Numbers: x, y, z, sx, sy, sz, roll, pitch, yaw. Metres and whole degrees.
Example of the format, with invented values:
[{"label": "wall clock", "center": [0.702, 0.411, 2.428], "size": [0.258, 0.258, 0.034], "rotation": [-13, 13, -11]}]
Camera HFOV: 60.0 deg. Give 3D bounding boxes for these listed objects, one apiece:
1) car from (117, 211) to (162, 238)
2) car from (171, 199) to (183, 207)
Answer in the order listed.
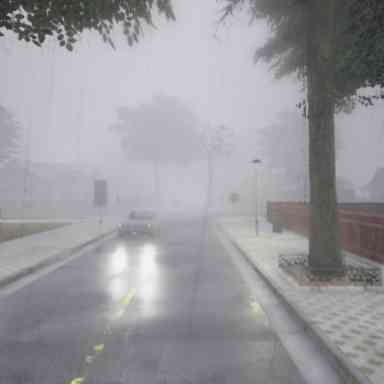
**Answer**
[{"label": "car", "center": [-2.811, 1.739, 18.551], "size": [1.895, 1.301, 4.718], "rotation": [0, 0, 0]}, {"label": "car", "center": [-2.739, 2.038, 60.633], "size": [1.994, 1.385, 4.181], "rotation": [0, 0, 0]}]
